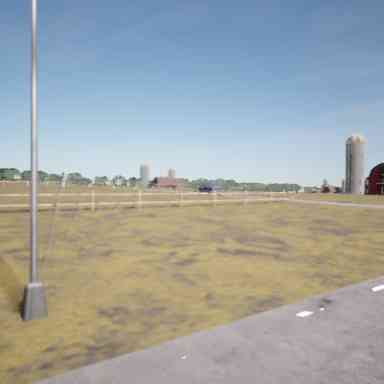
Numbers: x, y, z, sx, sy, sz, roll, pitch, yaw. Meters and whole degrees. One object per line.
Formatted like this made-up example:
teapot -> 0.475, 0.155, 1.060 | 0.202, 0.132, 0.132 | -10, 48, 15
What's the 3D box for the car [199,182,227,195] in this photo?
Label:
car -> 3.342, -0.622, 55.131 | 2.150, 2.045, 5.566 | 1, 2, -36
